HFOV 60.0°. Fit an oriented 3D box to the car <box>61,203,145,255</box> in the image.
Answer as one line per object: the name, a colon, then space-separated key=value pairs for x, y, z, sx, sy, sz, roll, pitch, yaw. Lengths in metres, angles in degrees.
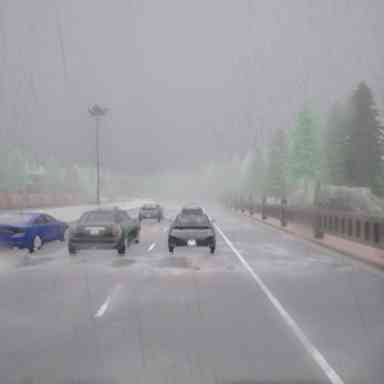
car: x=-3.499 y=1.486 z=14.083 sx=2.097 sy=1.767 sz=4.553 roll=0 pitch=-1 yaw=0

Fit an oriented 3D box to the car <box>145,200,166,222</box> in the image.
car: x=-3.498 y=1.774 z=29.297 sx=2.128 sy=1.511 sz=4.902 roll=0 pitch=0 yaw=0

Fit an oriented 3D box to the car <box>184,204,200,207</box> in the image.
car: x=0.003 y=1.761 z=29.488 sx=1.882 sy=1.535 sz=5.008 roll=0 pitch=0 yaw=0

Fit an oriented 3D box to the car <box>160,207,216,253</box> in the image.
car: x=0.003 y=1.631 z=14.294 sx=2.128 sy=1.511 sz=4.902 roll=0 pitch=0 yaw=0

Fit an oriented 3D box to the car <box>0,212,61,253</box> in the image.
car: x=-6.996 y=1.618 z=14.475 sx=1.882 sy=1.535 sz=5.008 roll=0 pitch=0 yaw=0

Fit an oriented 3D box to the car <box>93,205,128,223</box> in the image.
car: x=-7.000 y=1.881 z=29.104 sx=1.895 sy=1.301 sz=4.718 roll=0 pitch=-1 yaw=0

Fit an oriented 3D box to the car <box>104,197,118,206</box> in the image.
car: x=-17.503 y=2.043 z=72.037 sx=2.097 sy=1.767 sz=4.553 roll=0 pitch=-1 yaw=0

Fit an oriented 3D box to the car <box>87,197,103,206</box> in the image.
car: x=-21.003 y=2.043 z=72.037 sx=2.097 sy=1.767 sz=4.553 roll=0 pitch=-1 yaw=0
